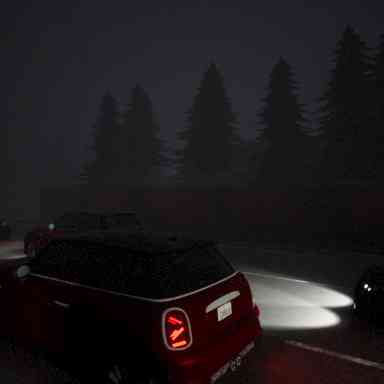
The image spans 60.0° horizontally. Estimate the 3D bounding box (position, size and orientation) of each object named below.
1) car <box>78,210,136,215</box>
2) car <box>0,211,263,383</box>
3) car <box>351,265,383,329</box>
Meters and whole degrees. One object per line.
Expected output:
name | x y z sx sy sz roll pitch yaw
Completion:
car | -3.426 1.352 10.728 4.553 1.767 2.097 0 0 35
car | -1.364 1.352 4.957 4.553 1.767 2.097 0 0 36
car | 4.709 1.564 4.929 4.181 1.385 1.994 0 0 36
